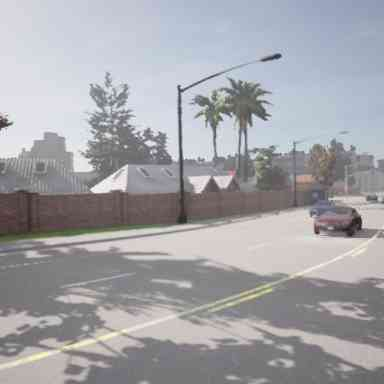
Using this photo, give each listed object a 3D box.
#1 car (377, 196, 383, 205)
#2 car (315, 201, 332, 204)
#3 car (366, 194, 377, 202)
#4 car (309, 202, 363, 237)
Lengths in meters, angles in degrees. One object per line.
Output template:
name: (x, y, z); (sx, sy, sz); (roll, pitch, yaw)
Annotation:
car: (31.132, 1.288, 52.648); (2.128, 1.511, 4.902); (-1, 0, 34)
car: (12.144, 1.536, 30.490); (1.812, 1.442, 4.674); (-1, -1, 34)
car: (35.236, 1.154, 65.085); (1.882, 1.535, 5.008); (-1, 0, 34)
car: (8.158, 1.517, 18.331); (1.812, 1.442, 4.674); (-1, -1, 36)
